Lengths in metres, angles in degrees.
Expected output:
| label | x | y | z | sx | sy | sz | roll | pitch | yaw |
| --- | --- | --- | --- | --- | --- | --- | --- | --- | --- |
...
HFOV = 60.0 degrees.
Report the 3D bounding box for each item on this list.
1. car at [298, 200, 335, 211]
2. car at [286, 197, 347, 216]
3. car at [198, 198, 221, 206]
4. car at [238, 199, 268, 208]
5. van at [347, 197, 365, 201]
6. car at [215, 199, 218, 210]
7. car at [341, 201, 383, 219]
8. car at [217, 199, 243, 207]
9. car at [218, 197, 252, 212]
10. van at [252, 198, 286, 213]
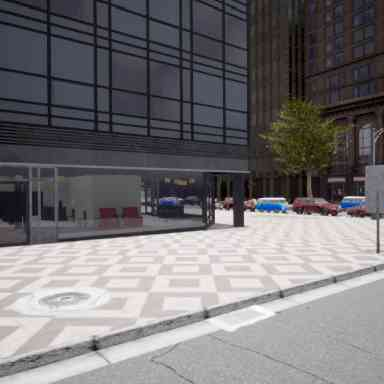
| label | x | y | z | sx | sy | sz | roll | pitch | yaw |
| --- | --- | --- | --- | --- | --- | --- | --- | --- | --- |
| car | 16.424 | 1.736 | 44.025 | 1.947 | 1.339 | 4.313 | -1 | 0 | -35 |
| car | 12.767 | 1.517 | 34.448 | 2.192 | 1.841 | 5.009 | -1 | 0 | -35 |
| car | 3.260 | 1.929 | 62.538 | 2.008 | 1.369 | 4.403 | -1 | 0 | -35 |
| car | 9.743 | 1.803 | 53.420 | 1.752 | 1.417 | 4.829 | -1 | 0 | -35 |
| van | 19.710 | 1.456 | 39.396 | 1.690 | 1.788 | 3.998 | -1 | 0 | -35 |
| car | 2.899 | 1.915 | 48.336 | 2.008 | 1.369 | 4.403 | -1 | 0 | -35 |
| car | 16.064 | 1.727 | 29.820 | 1.802 | 1.307 | 4.206 | -1 | 0 | -35 |
| car | 6.551 | 1.872 | 57.910 | 1.887 | 1.381 | 4.507 | -1 | 0 | -35 |
| car | 6.185 | 1.627 | 43.706 | 2.192 | 1.841 | 5.009 | -1 | 0 | -35 |
| van | 9.476 | 1.599 | 39.077 | 1.690 | 1.788 | 3.998 | -1 | 0 | -35 |
